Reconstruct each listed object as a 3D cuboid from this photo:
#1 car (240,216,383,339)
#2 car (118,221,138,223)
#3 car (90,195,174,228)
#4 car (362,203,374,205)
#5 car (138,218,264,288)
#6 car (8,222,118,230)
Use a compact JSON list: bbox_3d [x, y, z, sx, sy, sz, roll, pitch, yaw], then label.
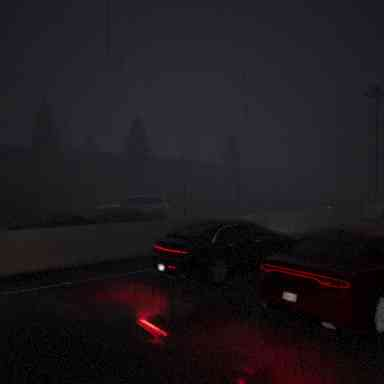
[{"bbox_3d":[3.436,1.477,6.723,5.008,1.535,1.882,0,0,-39],"label":"car"},{"bbox_3d":[-4.337,1.547,18.616,5.357,1.411,2.033,0,0,-40],"label":"car"},{"bbox_3d":[-4.123,1.221,23.516,5.566,2.045,2.150,0,0,-43],"label":"car"},{"bbox_3d":[23.942,1.564,43.327,1.994,1.385,4.181,0,0,42],"label":"car"},{"bbox_3d":[1.148,1.507,9.383,4.892,1.490,1.837,-1,0,-39],"label":"car"},{"bbox_3d":[-5.434,1.564,13.299,4.181,1.385,1.994,0,0,-38],"label":"car"}]
